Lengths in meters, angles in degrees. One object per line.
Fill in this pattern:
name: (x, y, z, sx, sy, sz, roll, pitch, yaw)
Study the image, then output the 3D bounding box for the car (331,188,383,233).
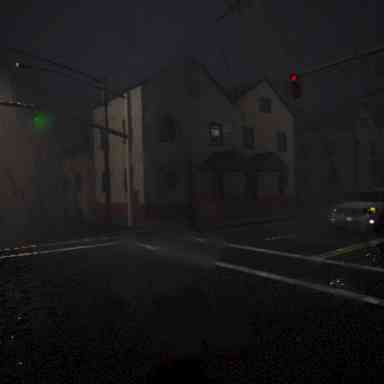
car: (9.387, 0.819, 17.069, 5.566, 2.045, 2.150, -2, 1, -38)
